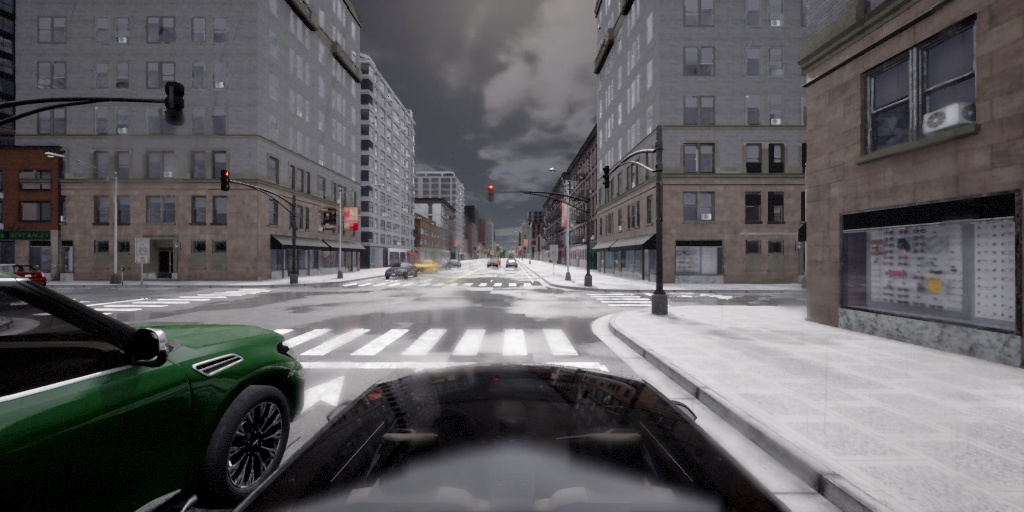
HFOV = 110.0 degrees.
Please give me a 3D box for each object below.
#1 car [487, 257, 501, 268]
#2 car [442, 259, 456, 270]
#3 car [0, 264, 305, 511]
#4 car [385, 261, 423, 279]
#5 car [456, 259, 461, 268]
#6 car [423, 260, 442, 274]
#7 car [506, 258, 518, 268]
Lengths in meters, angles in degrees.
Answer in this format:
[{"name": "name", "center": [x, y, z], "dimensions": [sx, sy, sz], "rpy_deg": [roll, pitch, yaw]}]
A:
[{"name": "car", "center": [-3.303, 1.349, 61.876], "dimensions": [1.895, 1.301, 4.718], "rpy_deg": [0, 0, 0]}, {"name": "car", "center": [-9.885, 1.243, 51.437], "dimensions": [2.128, 1.511, 4.902], "rpy_deg": [0, 0, 0]}, {"name": "car", "center": [-3.148, 0.971, 1.216], "dimensions": [2.150, 2.045, 5.566], "rpy_deg": [0, 0, 0]}, {"name": "car", "center": [-9.872, 1.279, 32.428], "dimensions": [1.812, 1.442, 4.674], "rpy_deg": [0, 0, 2]}, {"name": "car", "center": [-9.853, 1.274, 61.455], "dimensions": [1.812, 1.442, 4.674], "rpy_deg": [0, 0, 0]}, {"name": "car", "center": [-9.879, 1.231, 41.625], "dimensions": [1.882, 1.535, 5.008], "rpy_deg": [0, 0, 0]}, {"name": "car", "center": [-0.053, 1.312, 61.849], "dimensions": [1.994, 1.385, 4.181], "rpy_deg": [0, 0, 0]}]
